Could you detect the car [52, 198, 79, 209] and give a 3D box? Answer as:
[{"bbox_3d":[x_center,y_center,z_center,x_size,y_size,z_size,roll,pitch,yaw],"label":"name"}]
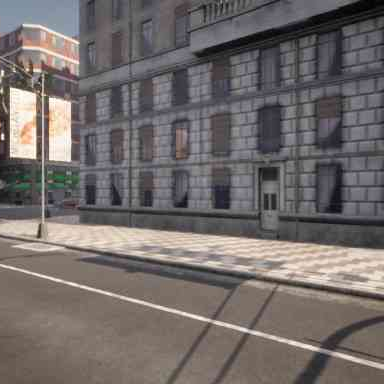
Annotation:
[{"bbox_3d":[-16.926,1.524,46.016,1.812,1.442,4.674,0,0,36],"label":"car"}]
